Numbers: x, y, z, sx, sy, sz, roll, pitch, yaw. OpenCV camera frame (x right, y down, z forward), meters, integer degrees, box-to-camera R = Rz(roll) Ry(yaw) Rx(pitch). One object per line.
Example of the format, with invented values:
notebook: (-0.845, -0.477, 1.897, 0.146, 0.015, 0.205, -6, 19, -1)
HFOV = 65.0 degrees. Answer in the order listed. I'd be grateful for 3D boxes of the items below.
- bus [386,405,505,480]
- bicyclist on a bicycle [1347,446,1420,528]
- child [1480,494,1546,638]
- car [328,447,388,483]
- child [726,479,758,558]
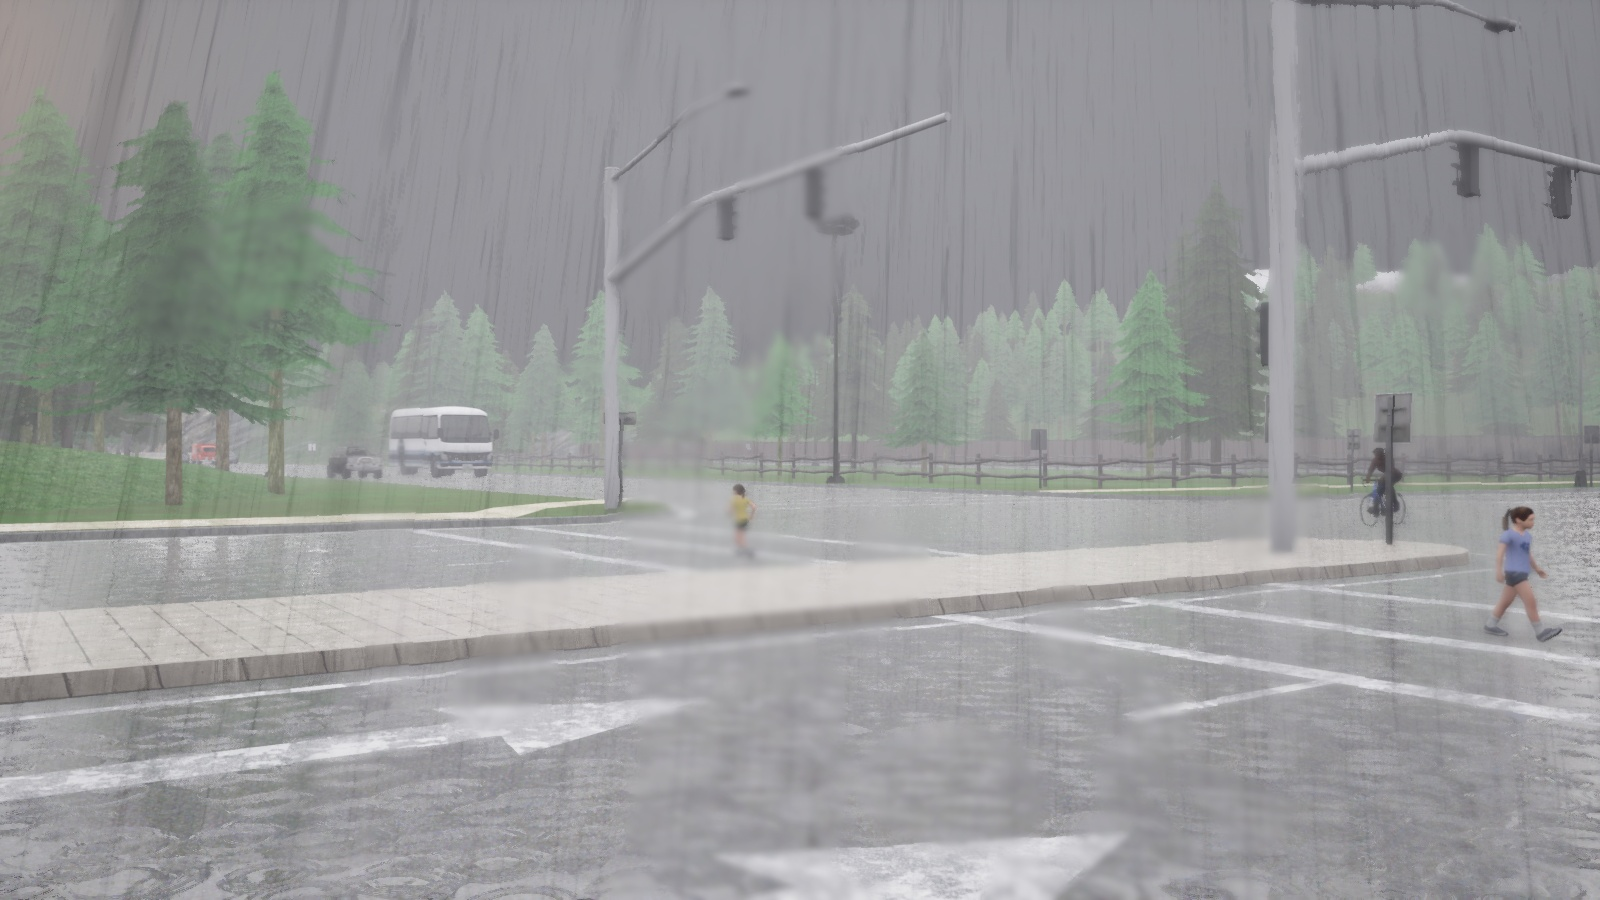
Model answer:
bus: (-21.875, -0.397, 76.998, 3.944, 4.253, 10.273, 0, 0, -34)
bicyclist on a bicycle: (11.964, 0.735, 25.727, 1.656, 1.620, 0.582, 0, 0, -34)
child: (5.714, 0.916, 10.068, 0.255, 1.110, 0.394, 0, 0, -39)
car: (-23.747, 0.776, 67.339, 1.932, 1.855, 4.605, 0, 0, -34)
child: (-0.835, 0.969, 17.988, 0.255, 1.110, 0.394, 0, 0, -43)
